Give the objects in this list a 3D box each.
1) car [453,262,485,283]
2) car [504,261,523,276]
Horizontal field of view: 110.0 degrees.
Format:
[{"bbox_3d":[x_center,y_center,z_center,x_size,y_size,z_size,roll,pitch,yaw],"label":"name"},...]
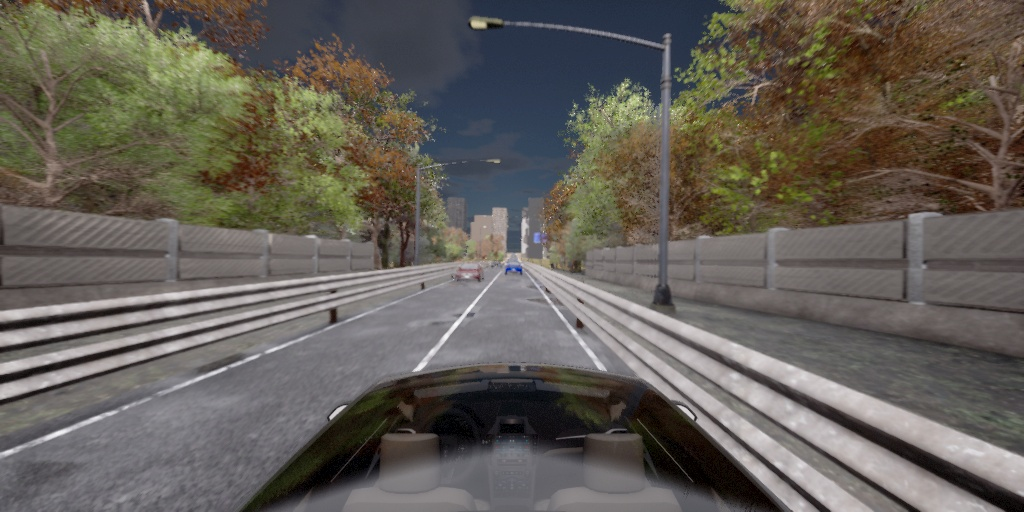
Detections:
[{"bbox_3d":[-3.211,1.232,27.979,1.812,1.442,4.674,1,0,0],"label":"car"},{"bbox_3d":[0.185,1.296,39.478,1.882,1.535,5.008,1,0,0],"label":"car"}]
